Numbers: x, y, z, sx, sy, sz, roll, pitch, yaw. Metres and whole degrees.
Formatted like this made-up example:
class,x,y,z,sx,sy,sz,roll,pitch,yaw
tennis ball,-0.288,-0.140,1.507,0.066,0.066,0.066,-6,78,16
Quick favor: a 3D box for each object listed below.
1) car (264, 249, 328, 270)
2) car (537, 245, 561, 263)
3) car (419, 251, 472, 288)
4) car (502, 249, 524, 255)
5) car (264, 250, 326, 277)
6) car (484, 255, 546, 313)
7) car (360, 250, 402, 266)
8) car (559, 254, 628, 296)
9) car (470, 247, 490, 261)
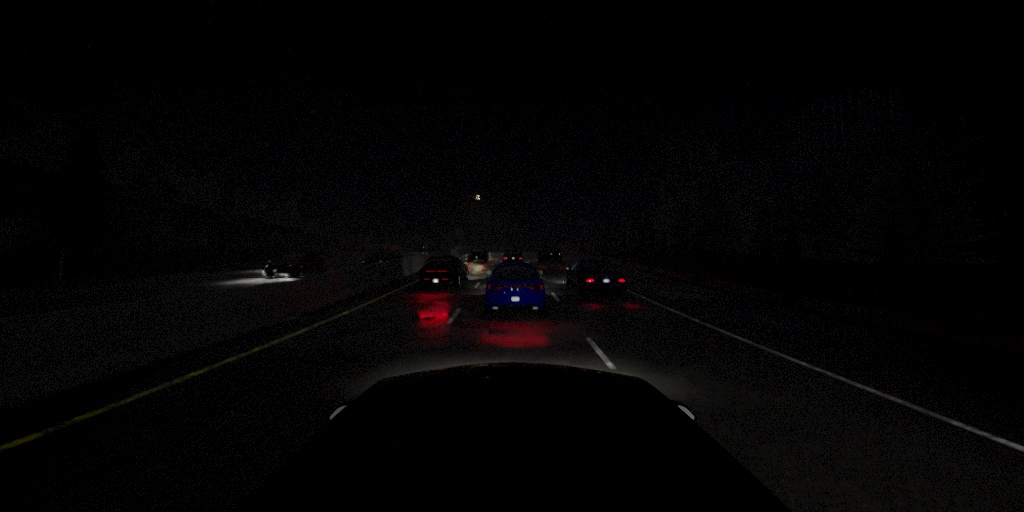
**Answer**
class,x,y,z,sx,sy,sz,roll,pitch,yaw
car,-17.597,0.206,29.567,2.033,1.411,5.357,0,3,0
car,3.601,-0.263,35.119,2.097,1.767,4.553,0,3,0
car,-3.399,0.718,18.394,1.837,1.490,4.892,0,3,0
car,0.101,0.108,31.562,2.033,1.411,5.357,0,3,0
car,-14.098,0.478,23.628,1.812,1.442,4.674,0,3,0
car,0.100,0.963,12.740,1.882,1.535,5.008,0,3,0
car,-10.597,0.206,29.586,2.033,1.411,5.357,0,3,0
car,3.600,0.870,16.187,2.033,1.411,5.357,0,3,0
car,-3.411,-0.164,36.626,1.812,1.442,4.674,0,3,0
